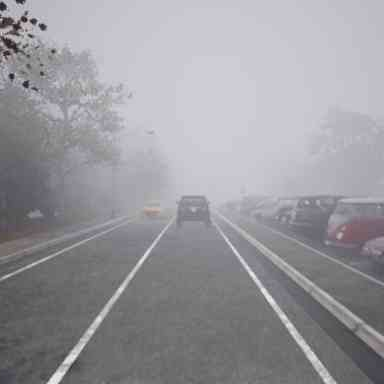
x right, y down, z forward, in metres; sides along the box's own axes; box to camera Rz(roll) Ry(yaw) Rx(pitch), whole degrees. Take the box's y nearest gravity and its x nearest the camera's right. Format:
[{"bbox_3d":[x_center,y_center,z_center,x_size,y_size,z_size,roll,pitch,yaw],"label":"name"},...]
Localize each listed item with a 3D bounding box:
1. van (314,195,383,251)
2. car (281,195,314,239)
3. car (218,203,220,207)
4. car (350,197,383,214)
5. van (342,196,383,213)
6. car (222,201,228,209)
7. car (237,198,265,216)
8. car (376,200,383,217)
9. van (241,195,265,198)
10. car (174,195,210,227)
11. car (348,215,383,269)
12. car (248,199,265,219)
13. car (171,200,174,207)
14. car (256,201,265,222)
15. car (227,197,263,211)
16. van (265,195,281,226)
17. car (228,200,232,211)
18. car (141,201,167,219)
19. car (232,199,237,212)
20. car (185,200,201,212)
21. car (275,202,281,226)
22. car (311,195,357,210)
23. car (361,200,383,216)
[{"bbox_3d":[6.940,1.200,11.675,4.442,1.987,1.878,0,0,0],"label":"van"},{"bbox_3d":[7.090,1.157,14.451,5.566,2.045,2.435,0,0,0],"label":"car"},{"bbox_3d":[6.940,1.827,53.282,5.366,1.575,1.946,0,-1,0],"label":"car"},{"bbox_3d":[20.146,1.486,36.423,4.553,1.767,2.185,0,-1,0],"label":"car"},{"bbox_3d":[20.299,1.413,39.193,4.442,1.987,1.878,0,-1,0],"label":"van"},{"bbox_3d":[7.079,1.419,42.196,5.566,2.045,2.435,0,-1,0],"label":"car"},{"bbox_3d":[7.094,1.559,31.089,5.008,1.535,2.097,0,-1,0],"label":"car"},{"bbox_3d":[20.163,1.556,30.881,5.008,1.535,2.097,0,-1,0],"label":"car"},{"bbox_3d":[7.210,1.361,33.867,4.442,1.987,1.878,0,-1,0],"label":"van"},{"bbox_3d":[0.107,1.238,23.138,2.150,2.045,5.566,0,0,0],"label":"car"},{"bbox_3d":[7.055,1.482,8.900,4.674,1.452,2.002,0,0,0],"label":"car"},{"bbox_3d":[7.050,1.533,25.538,4.792,1.488,2.163,0,-1,0],"label":"car"},{"bbox_3d":[-3.191,2.322,69.958,1.837,1.490,4.892,0,-2,0],"label":"car"},{"bbox_3d":[7.078,1.516,22.760,4.674,1.452,2.002,0,-1,0],"label":"car"},{"bbox_3d":[7.143,1.575,44.966,4.553,1.767,2.185,0,-1,0],"label":"car"},{"bbox_3d":[6.954,1.223,19.987,4.442,1.987,1.878,0,-1,0],"label":"van"},{"bbox_3d":[7.132,1.672,39.416,4.792,1.488,2.163,0,-1,0],"label":"car"},{"bbox_3d":[-3.333,1.538,29.457,1.882,1.535,5.008,0,0,0],"label":"car"},{"bbox_3d":[7.100,1.655,36.641,4.674,1.452,2.002,0,-1,0],"label":"car"},{"bbox_3d":[0.127,1.747,41.512,1.994,1.385,4.181,0,-1,0],"label":"car"},{"bbox_3d":[7.095,1.450,17.202,4.792,1.488,2.163,0,0,0],"label":"car"},{"bbox_3d":[20.223,1.478,47.500,5.566,2.045,2.435,0,-1,0],"label":"car"},{"bbox_3d":[20.168,1.585,33.776,5.008,1.535,2.097,0,-1,0],"label":"car"}]
